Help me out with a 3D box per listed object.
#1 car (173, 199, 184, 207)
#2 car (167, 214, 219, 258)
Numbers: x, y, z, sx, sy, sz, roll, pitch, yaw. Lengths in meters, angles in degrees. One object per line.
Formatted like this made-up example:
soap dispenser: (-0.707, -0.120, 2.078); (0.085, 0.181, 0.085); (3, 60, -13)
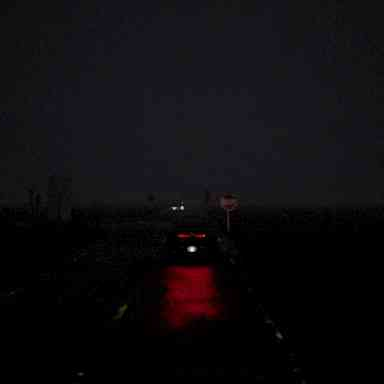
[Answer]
car: (-2.742, 2.159, 67.546); (2.097, 1.767, 4.553); (0, -1, 0)
car: (0.025, 1.657, 13.467); (1.837, 1.490, 4.892); (0, 0, 1)
